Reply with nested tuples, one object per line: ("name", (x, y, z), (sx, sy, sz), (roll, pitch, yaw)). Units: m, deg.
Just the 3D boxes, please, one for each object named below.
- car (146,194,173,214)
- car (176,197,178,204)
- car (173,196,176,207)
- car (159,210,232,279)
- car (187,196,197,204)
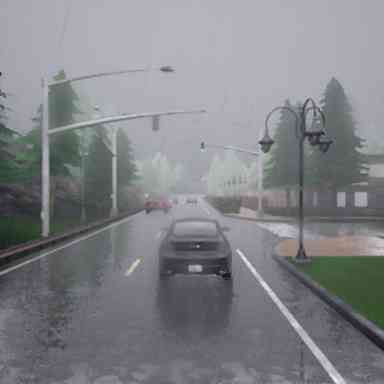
("car", (-3.601, 1.188, 35.690), (2.150, 2.045, 5.566), (0, 0, 0))
("car", (-3.548, 1.435, 59.872), (2.128, 1.511, 4.902), (0, 0, 0))
("car", (-3.593, 1.482, 45.781), (1.812, 1.442, 4.674), (0, 0, 0))
("car", (0.087, 1.495, 9.992), (1.837, 1.490, 4.892), (0, 0, 0))
("car", (-0.004, 1.505, 62.336), (1.994, 1.385, 4.181), (0, 0, 0))
